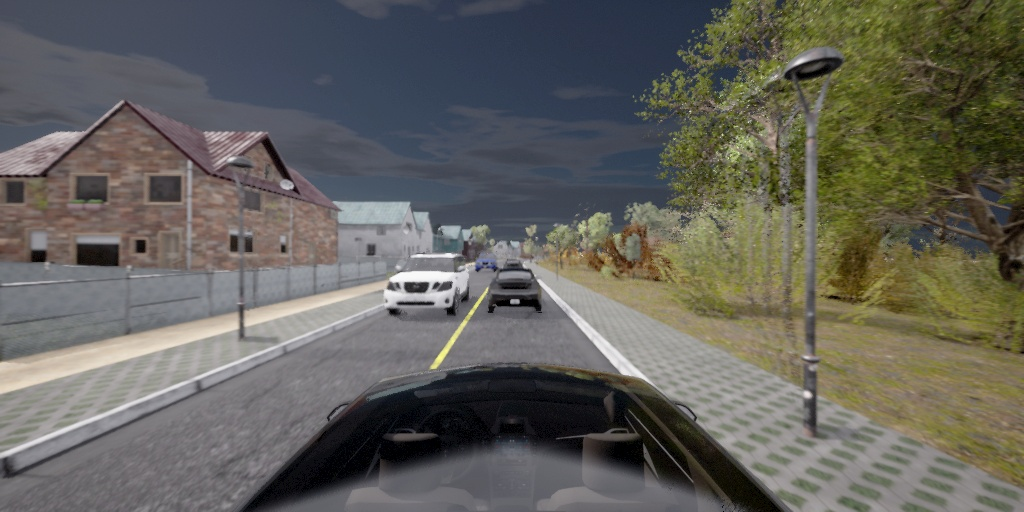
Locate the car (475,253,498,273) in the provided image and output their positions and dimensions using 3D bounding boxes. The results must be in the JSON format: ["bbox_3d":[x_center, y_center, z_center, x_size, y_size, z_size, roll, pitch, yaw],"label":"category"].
[{"bbox_3d":[-2.763,0.717,39.672,2.150,2.045,5.566,0,0,0],"label":"car"}]

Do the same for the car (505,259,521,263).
[{"bbox_3d":[0.088,1.037,34.088,1.837,1.490,4.892,0,0,0],"label":"car"}]

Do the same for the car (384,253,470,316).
[{"bbox_3d":[-2.853,0.894,13.335,2.150,2.045,5.566,0,0,0],"label":"car"}]

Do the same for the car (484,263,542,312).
[{"bbox_3d":[0.094,1.175,13.702,1.837,1.490,4.892,0,0,0],"label":"car"}]
